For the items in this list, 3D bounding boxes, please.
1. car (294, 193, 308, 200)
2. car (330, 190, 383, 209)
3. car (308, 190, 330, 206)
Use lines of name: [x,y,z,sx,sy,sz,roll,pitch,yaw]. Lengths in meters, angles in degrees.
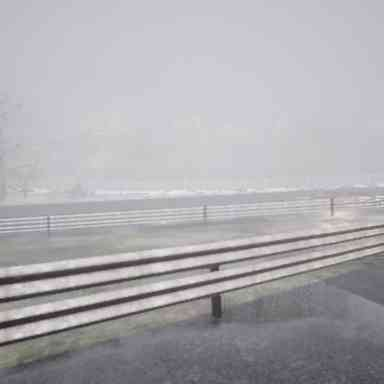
car: [14.328,0.746,38.425,4.718,1.301,1.895,-3,1,-14]
car: [16.092,0.581,31.644,4.553,1.767,2.097,-3,1,-14]
car: [15.152,0.542,35.018,4.553,1.767,2.097,-3,1,-14]
